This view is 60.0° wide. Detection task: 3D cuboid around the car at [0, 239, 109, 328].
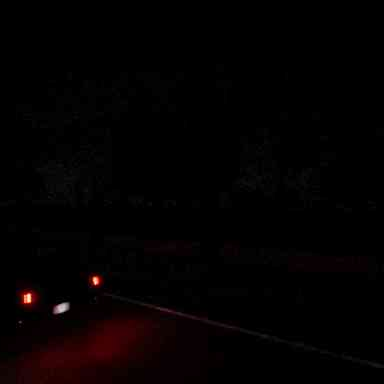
[{"bbox_3d":[-3.944,1.636,6.787,4.718,1.301,1.895,0,0,36],"label":"car"}]
